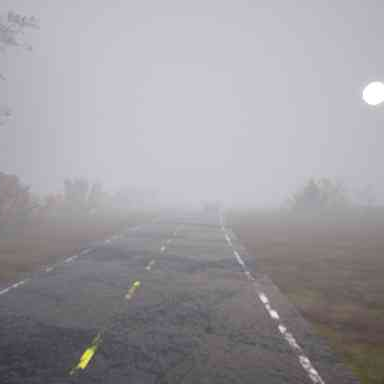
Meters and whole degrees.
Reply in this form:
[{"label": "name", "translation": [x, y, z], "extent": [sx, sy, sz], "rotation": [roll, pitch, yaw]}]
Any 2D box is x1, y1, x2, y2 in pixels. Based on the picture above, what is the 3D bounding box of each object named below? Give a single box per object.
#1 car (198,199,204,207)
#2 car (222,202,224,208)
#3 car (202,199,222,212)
[{"label": "car", "translation": [2.459, 2.291, 67.748], "extent": [1.837, 1.490, 4.892], "rotation": [0, 0, 9]}, {"label": "car", "translation": [5.273, 2.332, 65.488], "extent": [1.994, 1.385, 4.181], "rotation": [0, -1, 9]}, {"label": "car", "translation": [2.925, 2.126, 48.112], "extent": [1.994, 1.385, 4.181], "rotation": [0, -1, 6]}]
